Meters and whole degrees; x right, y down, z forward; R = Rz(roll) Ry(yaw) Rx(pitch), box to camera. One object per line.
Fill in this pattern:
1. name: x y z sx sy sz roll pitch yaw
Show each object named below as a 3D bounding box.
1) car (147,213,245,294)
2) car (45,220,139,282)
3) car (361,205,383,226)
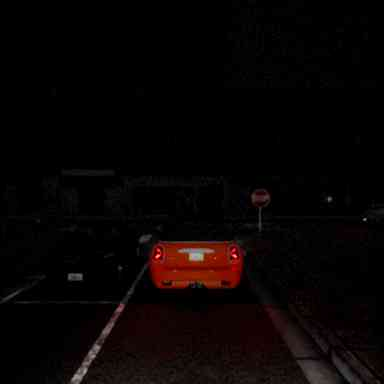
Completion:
1. car: 0.079 1.333 8.922 2.097 1.767 4.553 0 0 0
2. car: -2.639 1.544 9.697 1.947 1.339 4.313 0 0 0
3. car: 12.892 1.451 20.363 4.674 1.442 1.812 0 0 0
